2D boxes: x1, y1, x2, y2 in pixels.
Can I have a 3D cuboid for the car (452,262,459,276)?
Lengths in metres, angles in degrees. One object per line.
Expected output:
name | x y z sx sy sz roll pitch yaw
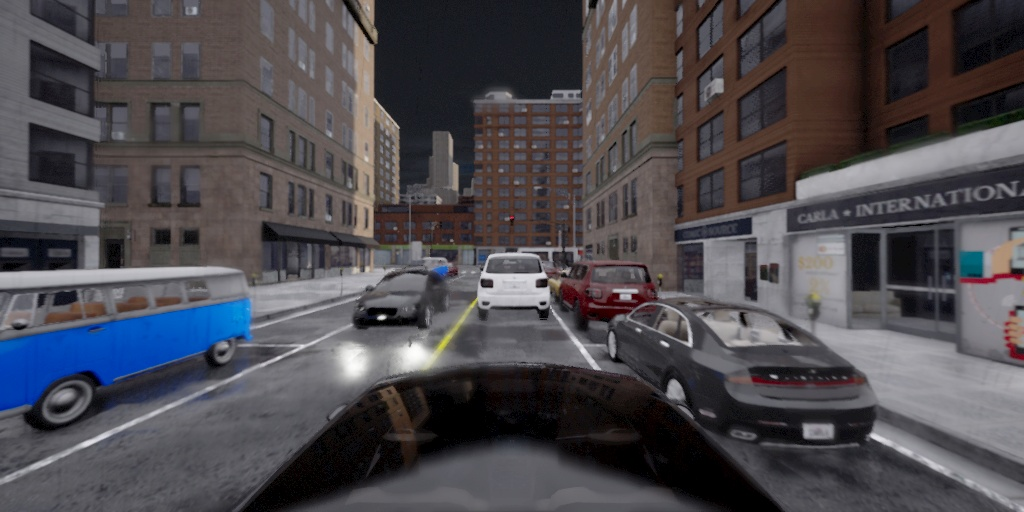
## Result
car | -5.956 1.194 32.690 1.888 1.381 4.507 0 0 0

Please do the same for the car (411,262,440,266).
car | -5.921 1.247 21.725 1.948 1.339 4.313 0 0 0

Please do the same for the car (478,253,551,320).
car | 0.033 0.929 12.596 2.150 2.045 5.566 0 0 -1

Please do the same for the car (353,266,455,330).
car | -3.129 1.219 11.020 1.837 1.490 4.892 0 0 0

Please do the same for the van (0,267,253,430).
van | -5.868 1.077 5.280 1.690 1.789 3.998 0 0 0

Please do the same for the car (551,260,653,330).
car | 2.640 1.029 10.786 2.192 1.841 5.009 0 0 0

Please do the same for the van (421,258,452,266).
van | -5.939 1.006 27.208 1.690 1.789 3.998 0 0 0

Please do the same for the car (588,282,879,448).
car | 2.658 1.285 5.304 2.007 1.370 4.403 0 0 0
